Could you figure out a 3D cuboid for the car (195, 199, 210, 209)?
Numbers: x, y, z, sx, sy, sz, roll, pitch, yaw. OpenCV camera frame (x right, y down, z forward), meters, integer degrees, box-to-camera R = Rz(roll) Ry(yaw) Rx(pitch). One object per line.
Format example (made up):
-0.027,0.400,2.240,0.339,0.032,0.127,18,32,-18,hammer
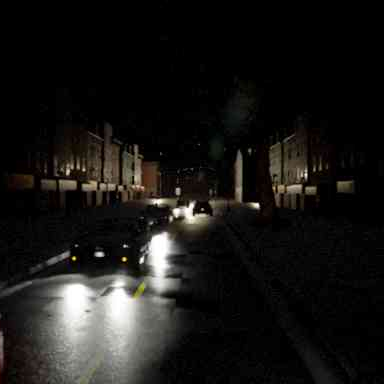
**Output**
1.459,1.623,46.297,1.895,1.301,4.718,0,0,2,car

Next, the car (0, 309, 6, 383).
-2.845,1.459,1.201,1.882,1.535,5.008,0,0,3,car

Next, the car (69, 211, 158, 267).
-2.534,1.550,11.239,1.994,1.385,4.181,0,0,1,car

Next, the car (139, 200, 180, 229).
-2.213,1.483,21.297,2.128,1.511,4.902,0,0,2,car

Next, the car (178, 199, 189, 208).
-1.280,1.635,48.405,1.895,1.301,4.718,0,0,2,car

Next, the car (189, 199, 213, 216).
1.035,1.580,32.494,1.994,1.385,4.181,0,0,2,car
